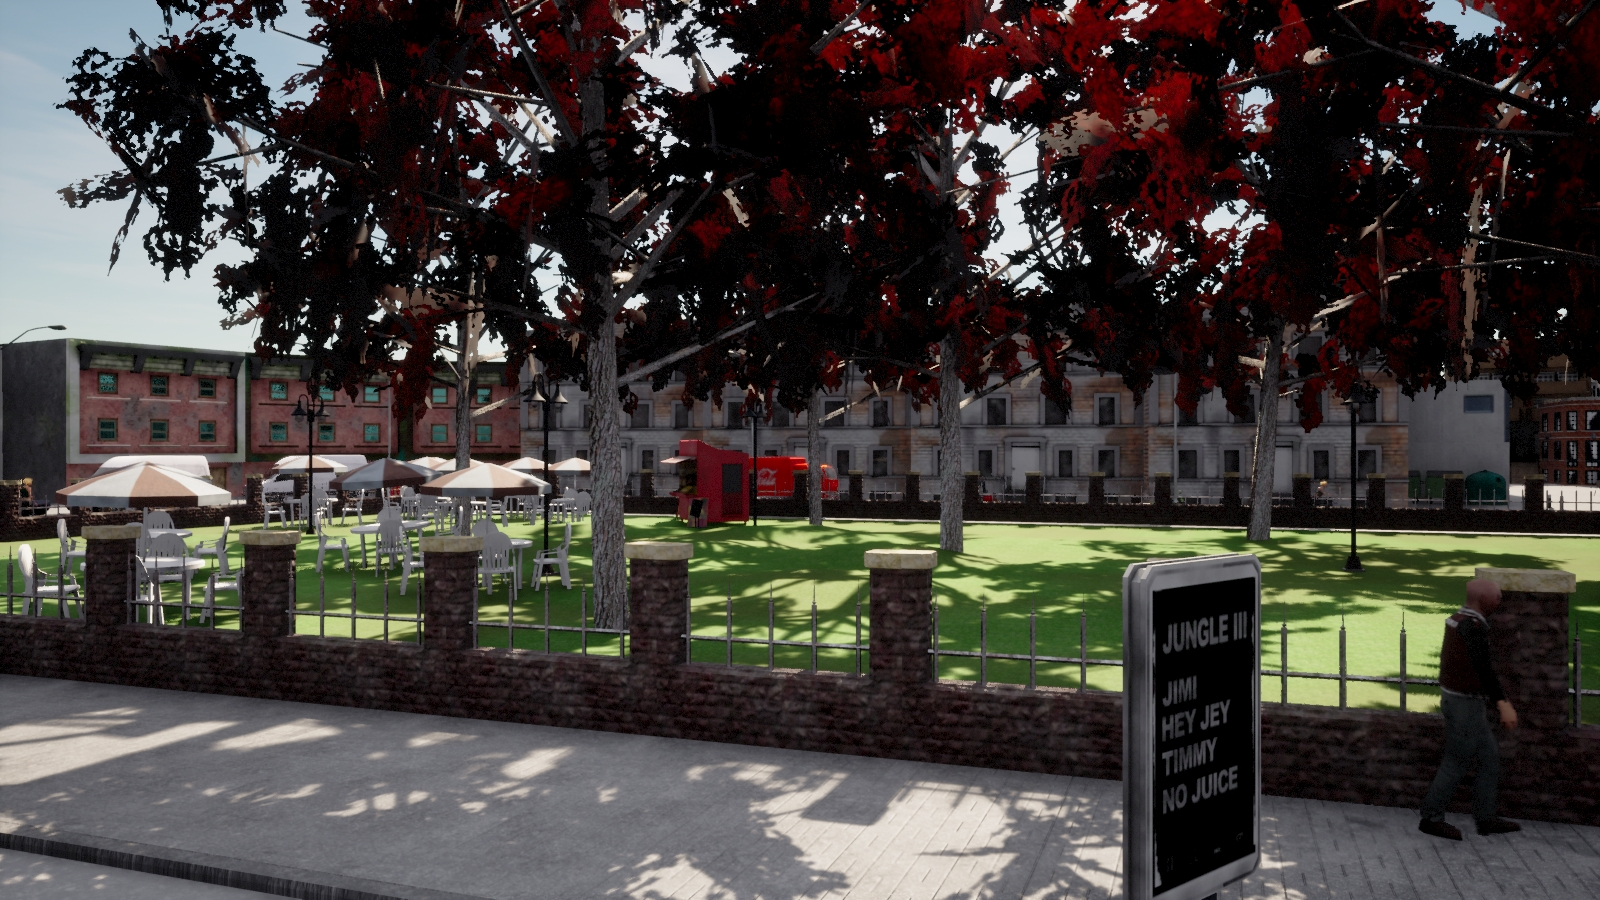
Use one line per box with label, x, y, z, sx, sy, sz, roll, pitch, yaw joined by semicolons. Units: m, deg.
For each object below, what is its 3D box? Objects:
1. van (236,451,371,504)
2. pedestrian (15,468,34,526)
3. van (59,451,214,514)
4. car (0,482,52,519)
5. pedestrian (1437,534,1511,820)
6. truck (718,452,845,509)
van;-24.957;1.316;57.647;5.915;2.561;1.988;0;0;-44
pedestrian;-25.254;1.524;37.196;0.375;1.860;0.375;0;0;21
van;-28.660;1.315;49.634;1.988;2.561;5.915;0;0;21
car;-31.066;1.935;42.988;1.895;1.301;4.718;0;0;20
pedestrian;4.605;1.523;7.819;0.375;1.860;0.375;0;0;20
truck;-0.844;1.348;52.333;5.204;2.467;2.627;0;0;20
